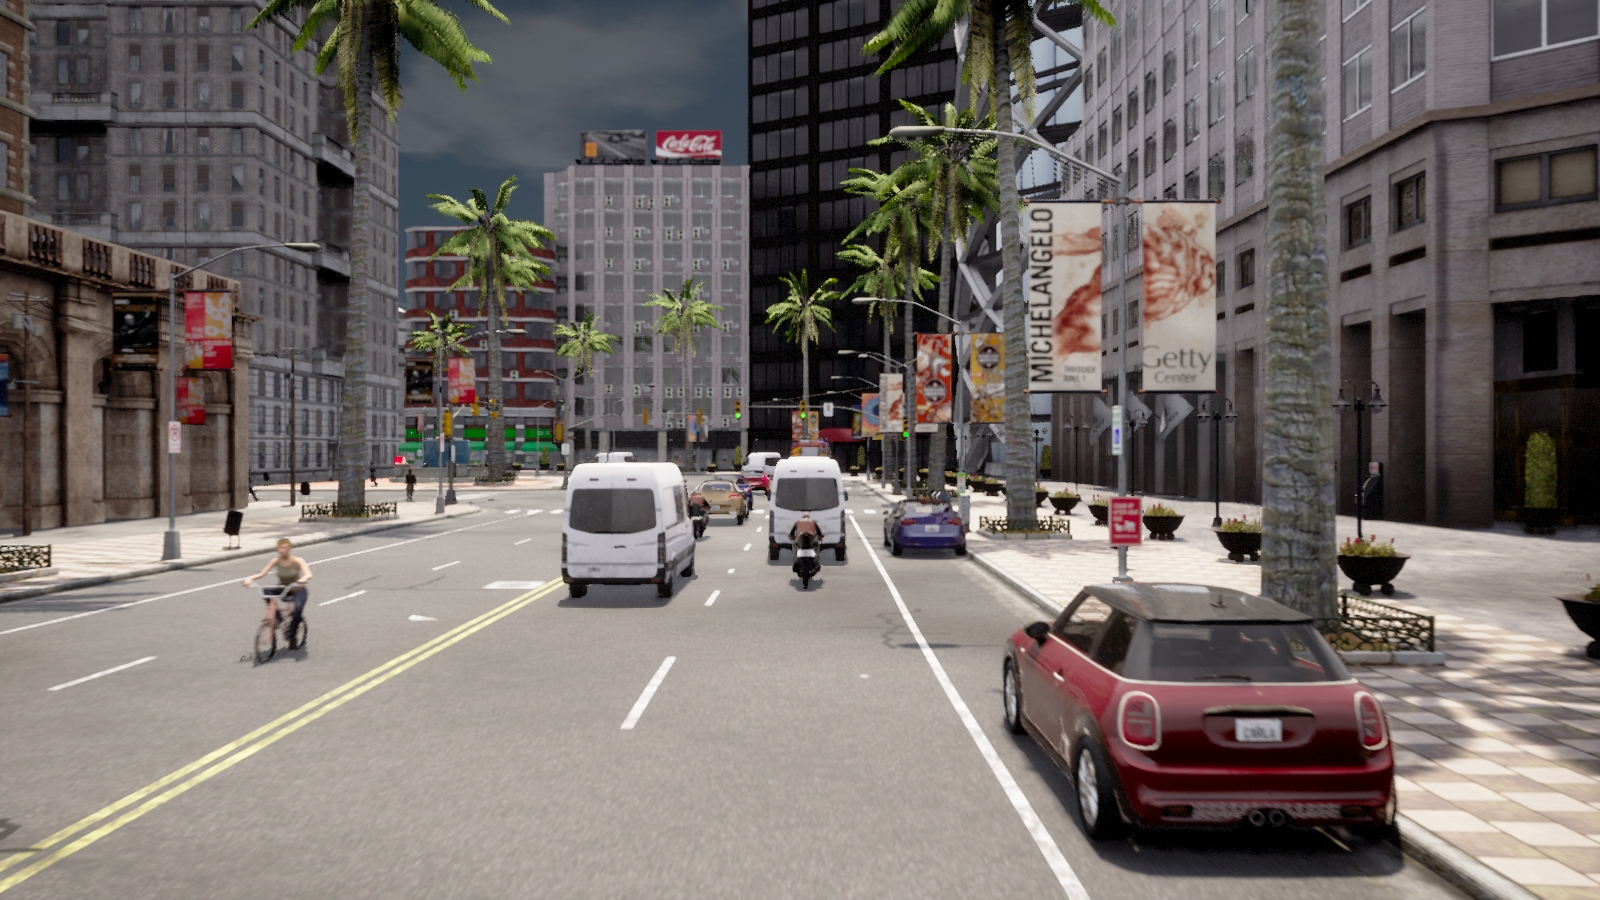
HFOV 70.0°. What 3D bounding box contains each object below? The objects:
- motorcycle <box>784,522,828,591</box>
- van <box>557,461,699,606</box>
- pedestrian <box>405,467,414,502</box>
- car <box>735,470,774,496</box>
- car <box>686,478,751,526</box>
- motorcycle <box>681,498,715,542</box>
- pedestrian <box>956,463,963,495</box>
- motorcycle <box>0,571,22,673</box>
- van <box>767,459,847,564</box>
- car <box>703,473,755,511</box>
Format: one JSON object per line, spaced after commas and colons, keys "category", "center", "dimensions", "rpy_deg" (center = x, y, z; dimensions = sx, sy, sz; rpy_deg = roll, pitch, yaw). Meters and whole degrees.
{"category": "motorcycle", "center": [0.133, 2.205, 24.080], "dimensions": [0.867, 1.251, 2.209], "rpy_deg": [0, 0, 1]}
{"category": "van", "center": [-3.380, 1.535, 23.663], "dimensions": [1.988, 2.561, 5.915], "rpy_deg": [0, 0, 1]}
{"category": "pedestrian", "center": [-20.885, 1.849, 61.152], "dimensions": [0.375, 1.860, 0.375], "rpy_deg": [0, 0, -4]}
{"category": "car", "center": [-2.838, 2.061, 72.656], "dimensions": [2.231, 1.480, 4.892], "rpy_deg": [0, 0, 1]}
{"category": "car", "center": [-3.142, 1.992, 44.861], "dimensions": [2.152, 1.651, 5.027], "rpy_deg": [0, 0, 1]}
{"category": "motorcycle", "center": [-3.234, 2.205, 36.367], "dimensions": [0.867, 1.251, 2.209], "rpy_deg": [0, 0, 1]}
{"category": "pedestrian", "center": [9.309, 1.696, 66.761], "dimensions": [0.375, 1.860, 0.375], "rpy_deg": [0, 0, 1]}
{"category": "motorcycle", "center": [-10.457, 2.182, 13.824], "dimensions": [0.856, 1.236, 1.805], "rpy_deg": [0, 0, 1]}
{"category": "van", "center": [0.206, 1.534, 31.152], "dimensions": [1.988, 2.561, 5.915], "rpy_deg": [0, 0, 1]}
{"category": "car", "center": [-3.459, 1.967, 54.961], "dimensions": [2.242, 1.667, 4.611], "rpy_deg": [0, 0, -6]}
